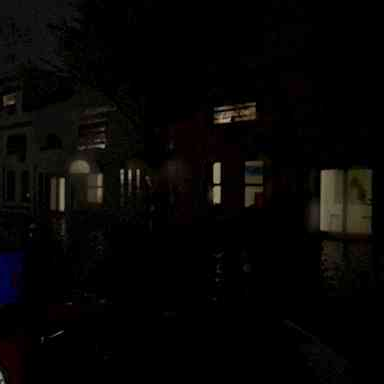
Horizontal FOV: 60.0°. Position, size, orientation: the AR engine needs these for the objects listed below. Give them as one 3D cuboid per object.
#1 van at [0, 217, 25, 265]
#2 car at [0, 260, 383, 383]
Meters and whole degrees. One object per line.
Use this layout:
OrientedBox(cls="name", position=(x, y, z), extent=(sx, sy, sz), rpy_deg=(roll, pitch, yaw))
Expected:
OrientedBox(cls="van", position=(-4.839, 1.278, 6.303), extent=(3.998, 1.788, 1.690), rpy_deg=(1, 1, 35))
OrientedBox(cls="car", position=(-0.316, 1.566, 3.093), extent=(4.206, 1.307, 1.802), rpy_deg=(1, 1, 35))
